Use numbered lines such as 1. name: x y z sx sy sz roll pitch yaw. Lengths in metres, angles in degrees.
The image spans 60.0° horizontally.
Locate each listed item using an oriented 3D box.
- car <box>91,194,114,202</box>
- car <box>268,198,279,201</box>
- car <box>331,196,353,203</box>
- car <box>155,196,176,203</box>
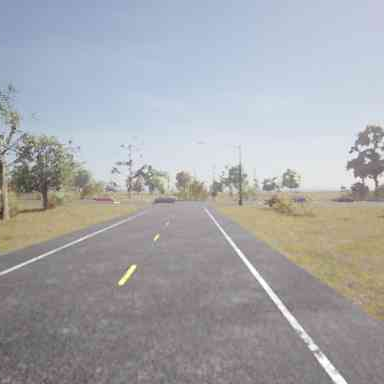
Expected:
1. car: -19.230 1.269 71.611 4.553 1.767 2.097 0 0 -2
2. car: 17.195 1.623 65.574 4.181 1.385 1.994 0 0 -2
3. car: 32.968 1.622 73.044 4.674 1.442 1.812 0 0 -2
4. car: -5.159 1.548 65.004 4.181 1.385 1.994 0 0 -1
